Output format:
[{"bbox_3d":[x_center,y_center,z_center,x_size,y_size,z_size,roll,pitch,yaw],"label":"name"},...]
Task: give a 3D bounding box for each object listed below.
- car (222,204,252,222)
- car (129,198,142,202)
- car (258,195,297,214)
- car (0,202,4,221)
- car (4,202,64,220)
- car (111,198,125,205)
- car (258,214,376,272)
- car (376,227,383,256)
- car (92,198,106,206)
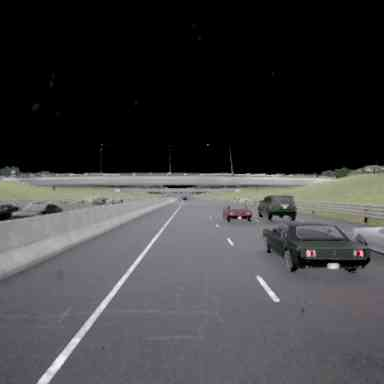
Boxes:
[{"bbox_3d":[3.528,1.638,26.862,1.895,1.301,4.718,0,0,0],"label":"car"},{"bbox_3d":[-10.928,1.823,64.333,1.882,1.535,5.008,0,-1,0],"label":"car"},{"bbox_3d":[7.022,1.263,27.845,2.150,2.045,5.566,0,0,0],"label":"car"},{"bbox_3d":[-14.155,1.517,23.737,2.128,1.511,4.902,0,0,0],"label":"car"},{"bbox_3d":[-10.654,1.501,23.239,1.882,1.535,5.008,0,0,0],"label":"car"},{"bbox_3d":[-14.430,1.878,65.100,1.812,1.442,4.674,0,-1,0],"label":"car"},{"bbox_3d":[3.588,1.591,10.658,1.895,1.301,4.718,0,0,0],"label":"car"},{"bbox_3d":[7.088,1.591,10.705,1.895,1.301,4.718,0,0,0],"label":"car"},{"bbox_3d":[-17.921,1.902,64.223,1.994,1.385,4.181,0,-1,0],"label":"car"}]
